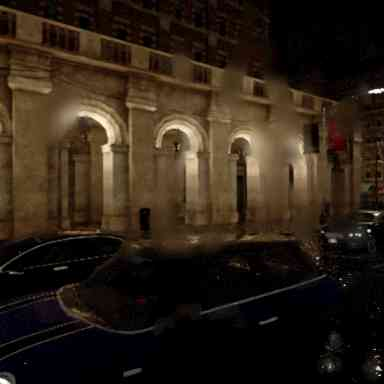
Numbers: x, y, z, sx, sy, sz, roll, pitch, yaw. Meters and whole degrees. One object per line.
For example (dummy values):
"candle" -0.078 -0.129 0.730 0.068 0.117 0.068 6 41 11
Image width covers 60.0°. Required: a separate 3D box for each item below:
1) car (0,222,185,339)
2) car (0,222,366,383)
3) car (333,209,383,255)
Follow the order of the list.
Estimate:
"car" -2.683 1.505 6.375 4.892 1.490 1.837 0 0 -36
"car" -0.254 1.349 3.812 4.553 1.767 2.097 0 0 -36
"car" 7.031 1.473 13.316 4.902 1.511 2.128 0 0 -36
